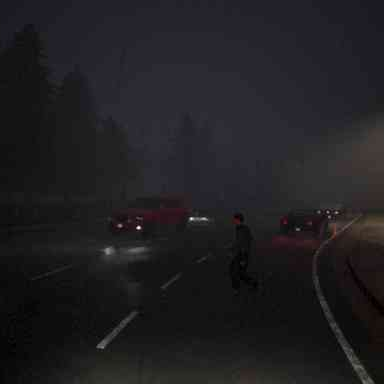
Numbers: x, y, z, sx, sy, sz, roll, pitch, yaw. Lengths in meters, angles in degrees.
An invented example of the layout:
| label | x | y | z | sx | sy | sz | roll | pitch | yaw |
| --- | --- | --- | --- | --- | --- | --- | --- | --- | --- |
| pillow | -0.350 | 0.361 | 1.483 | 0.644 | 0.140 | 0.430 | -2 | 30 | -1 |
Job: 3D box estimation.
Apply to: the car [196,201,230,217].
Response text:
| label | x | y | z | sx | sy | sz | roll | pitch | yaw |
| --- | --- | --- | --- | --- | --- | --- | --- | --- | --- |
| car | 1.808 | 1.547 | 31.819 | 2.033 | 1.411 | 5.357 | 0 | 0 | 32 |

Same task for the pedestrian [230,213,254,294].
| label | x | y | z | sx | sy | sz | roll | pitch | yaw |
| --- | --- | --- | --- | --- | --- | --- | --- | --- | --- |
| pedestrian | 1.097 | 1.294 | 7.245 | 0.375 | 1.860 | 0.375 | 0 | 0 | 14 |

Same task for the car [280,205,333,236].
| label | x | y | z | sx | sy | sz | roll | pitch | yaw |
| --- | --- | --- | --- | --- | --- | --- | --- | --- | --- |
| car | 6.466 | 1.600 | 18.755 | 1.895 | 1.301 | 4.718 | 0 | 0 | 30 |

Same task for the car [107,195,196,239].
| label | x | y | z | sx | sy | sz | roll | pitch | yaw |
| --- | --- | --- | --- | --- | --- | --- | --- | --- | --- |
| car | -2.143 | 1.221 | 18.057 | 2.150 | 2.045 | 5.566 | 0 | 0 | 27 |

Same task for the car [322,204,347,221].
| label | x | y | z | sx | sy | sz | roll | pitch | yaw |
| --- | --- | --- | --- | --- | --- | --- | --- | --- | --- |
| car | 11.506 | 1.600 | 27.269 | 1.895 | 1.301 | 4.718 | 0 | 0 | 31 |
